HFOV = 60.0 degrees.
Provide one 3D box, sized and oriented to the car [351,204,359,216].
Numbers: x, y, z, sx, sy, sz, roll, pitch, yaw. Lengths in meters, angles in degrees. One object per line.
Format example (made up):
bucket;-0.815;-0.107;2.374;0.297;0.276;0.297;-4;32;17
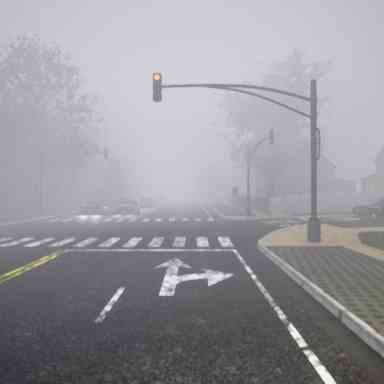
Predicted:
car;13.174;1.000;22.687;4.181;1.385;1.994;-2;0;-6

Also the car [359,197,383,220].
car;12.868;1.022;19.702;4.718;1.301;1.895;-2;0;-6

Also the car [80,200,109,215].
car;-9.828;1.531;33.852;1.994;1.385;4.181;0;0;0

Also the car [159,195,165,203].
car;-6.488;1.311;65.918;2.097;1.767;4.553;0;0;0

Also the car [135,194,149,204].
car;-9.738;1.312;65.355;2.097;1.767;4.553;0;0;0

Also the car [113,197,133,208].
car;-9.813;1.465;47.538;1.837;1.490;4.892;0;0;0

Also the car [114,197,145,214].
car;-6.579;1.514;34.544;2.033;1.411;5.357;0;0;0

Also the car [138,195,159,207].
car;-6.563;1.453;48.919;2.128;1.511;4.902;0;0;0
